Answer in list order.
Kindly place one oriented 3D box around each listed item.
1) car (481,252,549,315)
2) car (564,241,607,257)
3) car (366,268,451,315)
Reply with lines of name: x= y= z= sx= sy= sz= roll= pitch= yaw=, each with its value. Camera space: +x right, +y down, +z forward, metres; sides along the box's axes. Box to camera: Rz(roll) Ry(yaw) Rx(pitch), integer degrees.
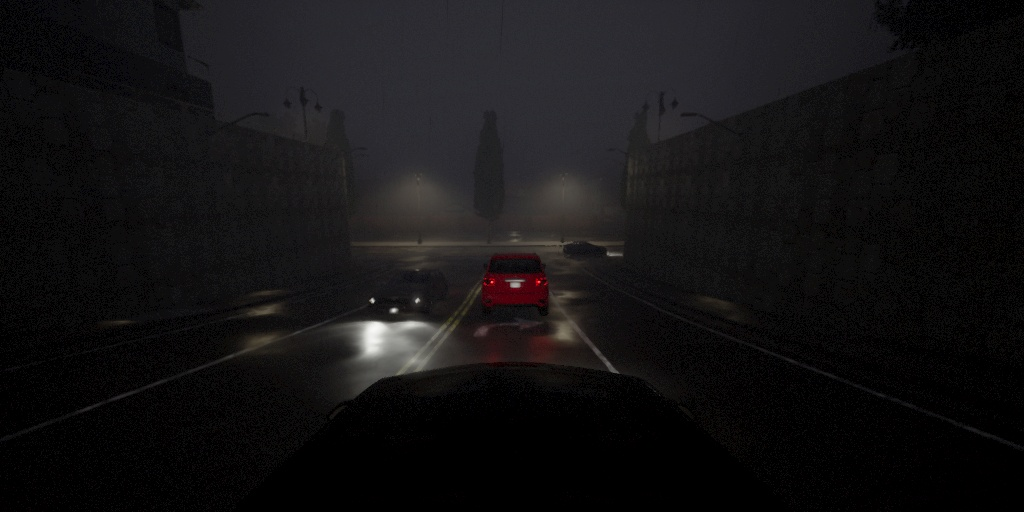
car: x=0.101 y=0.862 z=13.268 sx=2.150 sy=2.045 sz=5.566 roll=0 pitch=2 yaw=0
car: x=7.197 y=-0.757 z=35.099 sx=4.181 sy=1.385 sz=1.994 roll=-1 pitch=9 yaw=-12
car: x=-3.548 y=1.182 z=13.457 sx=2.033 sy=1.411 sz=5.357 roll=0 pitch=2 yaw=0
